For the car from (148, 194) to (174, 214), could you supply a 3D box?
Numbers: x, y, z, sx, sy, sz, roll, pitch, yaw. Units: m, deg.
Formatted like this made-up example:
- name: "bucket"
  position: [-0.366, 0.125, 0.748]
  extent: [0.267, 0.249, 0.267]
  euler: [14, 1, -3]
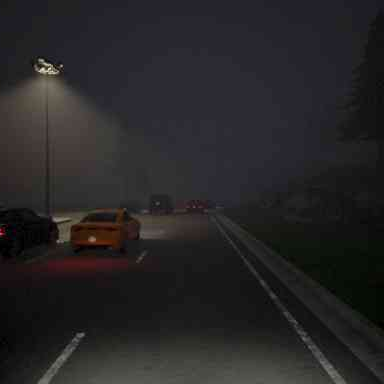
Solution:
- name: "car"
  position: [-3.188, 1.222, 35.202]
  extent: [2.150, 2.045, 5.566]
  euler: [0, 0, 3]

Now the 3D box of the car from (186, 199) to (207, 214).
- name: "car"
  position: [0.334, 1.547, 35.218]
  extent: [2.033, 1.411, 5.357]
  euler: [0, 0, 3]

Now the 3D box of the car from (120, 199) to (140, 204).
- name: "car"
  position: [-6.641, 1.526, 35.639]
  extent: [1.812, 1.442, 4.674]
  euler: [0, 0, 3]

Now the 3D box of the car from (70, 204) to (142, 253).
- name: "car"
  position: [-3.399, 1.477, 13.829]
  extent: [1.882, 1.535, 5.008]
  euler: [0, 0, 0]

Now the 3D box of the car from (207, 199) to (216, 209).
- name: "car"
  position: [1.917, 1.564, 44.404]
  extent: [1.994, 1.385, 4.181]
  euler: [0, 0, 14]

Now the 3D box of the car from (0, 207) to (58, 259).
- name: "car"
  position: [-6.900, 1.351, 12.680]
  extent: [2.097, 1.767, 4.553]
  euler: [0, 0, 0]
